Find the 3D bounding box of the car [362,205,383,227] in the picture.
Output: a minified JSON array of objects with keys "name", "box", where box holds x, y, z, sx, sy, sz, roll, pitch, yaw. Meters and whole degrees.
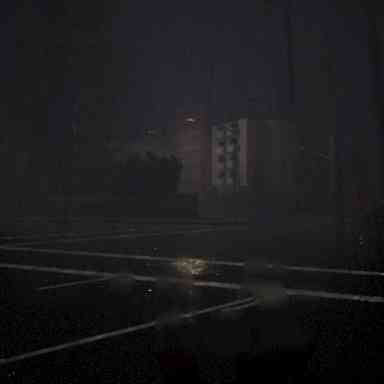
[{"name":"car","box":[13.157,1.542,21.865,5.008,1.535,1.882,0,0,-36]}]
